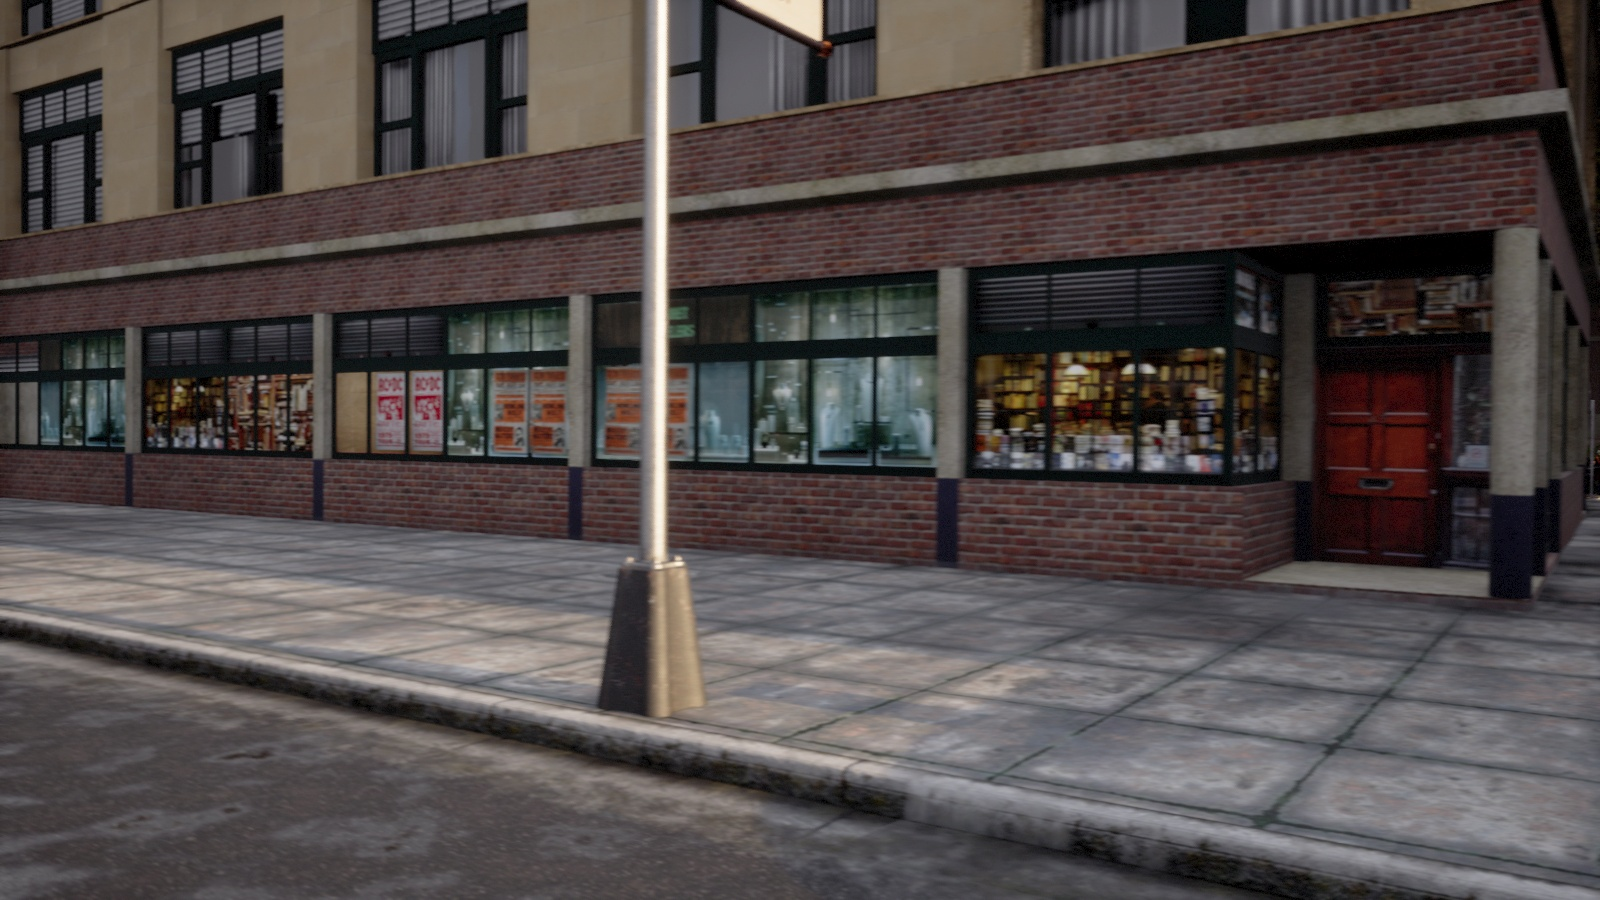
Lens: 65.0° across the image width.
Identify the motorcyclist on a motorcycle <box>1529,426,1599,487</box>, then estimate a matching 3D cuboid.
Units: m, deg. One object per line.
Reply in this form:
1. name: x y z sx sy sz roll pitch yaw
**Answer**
1. motorcyclist on a motorcycle: 19.788 0.155 31.864 2.191 1.530 0.866 0 1 34
